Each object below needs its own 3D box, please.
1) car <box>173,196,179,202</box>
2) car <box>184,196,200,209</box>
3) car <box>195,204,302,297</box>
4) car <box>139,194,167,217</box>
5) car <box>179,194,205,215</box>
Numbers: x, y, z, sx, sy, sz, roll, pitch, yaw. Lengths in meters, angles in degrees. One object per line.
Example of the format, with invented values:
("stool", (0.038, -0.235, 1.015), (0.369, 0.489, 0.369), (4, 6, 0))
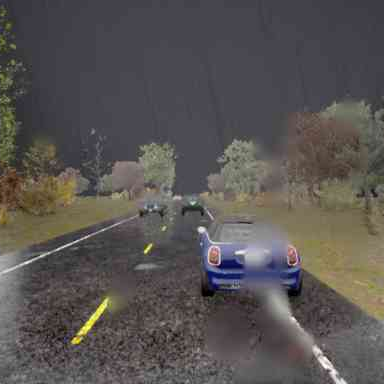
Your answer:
("car", (-3.437, 1.635, 78.455), (1.882, 1.535, 5.008), (0, 0, 0))
("car", (0.073, 1.413, 45.957), (2.097, 1.767, 4.553), (0, 0, 1))
("car", (1.233, 1.350, 8.759), (2.097, 1.767, 4.553), (0, 0, 0))
("car", (-3.574, 1.241, 31.407), (2.150, 2.045, 5.566), (0, 0, 0))
("car", (0.087, 1.245, 33.878), (2.150, 2.045, 5.566), (0, -1, 1))
